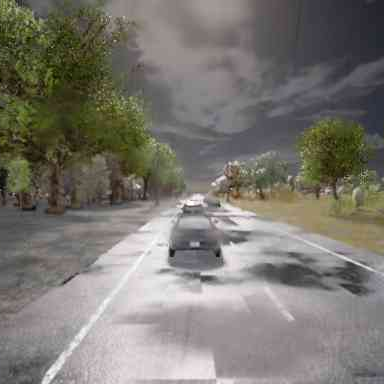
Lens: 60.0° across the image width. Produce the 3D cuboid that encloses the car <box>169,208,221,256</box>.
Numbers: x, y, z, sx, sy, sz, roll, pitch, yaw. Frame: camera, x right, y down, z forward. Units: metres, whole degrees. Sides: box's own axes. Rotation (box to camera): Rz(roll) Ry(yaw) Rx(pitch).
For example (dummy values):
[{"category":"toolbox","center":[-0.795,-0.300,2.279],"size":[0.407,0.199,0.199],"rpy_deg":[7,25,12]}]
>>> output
[{"category":"car","center":[0.099,1.557,13.210],"size":[1.812,1.442,4.674],"rpy_deg":[0,0,0]}]

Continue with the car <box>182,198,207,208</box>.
[{"category":"car","center":[0.096,1.570,32.379],"size":[2.128,1.511,4.902],"rpy_deg":[0,0,0]}]

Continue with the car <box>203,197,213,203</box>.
[{"category":"car","center":[3.496,1.777,73.168],"size":[1.895,1.301,4.718],"rpy_deg":[0,0,0]}]

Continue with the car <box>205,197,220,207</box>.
[{"category":"car","center":[3.596,1.701,55.612],"size":[1.994,1.385,4.181],"rpy_deg":[0,0,0]}]
